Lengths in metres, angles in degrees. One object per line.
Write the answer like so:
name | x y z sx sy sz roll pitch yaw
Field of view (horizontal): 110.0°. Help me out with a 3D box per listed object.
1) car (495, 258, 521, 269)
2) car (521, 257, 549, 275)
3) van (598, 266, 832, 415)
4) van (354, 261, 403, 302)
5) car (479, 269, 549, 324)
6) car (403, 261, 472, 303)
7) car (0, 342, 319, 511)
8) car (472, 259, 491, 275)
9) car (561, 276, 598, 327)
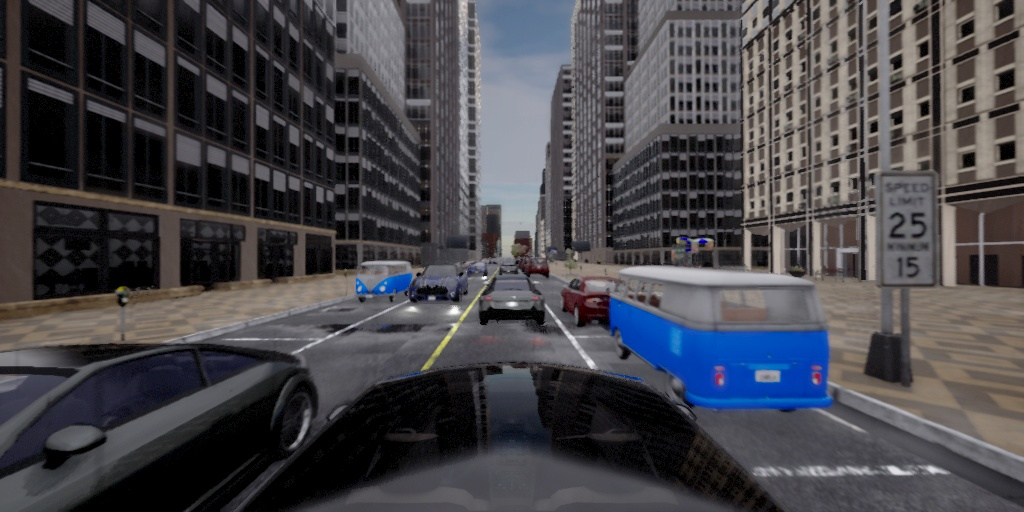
car | -0.338 1.247 36.320 2.128 1.511 4.902 0 0 0
car | 2.320 1.058 33.462 2.192 1.841 5.009 0 0 -1
van | 2.776 1.079 5.774 1.690 1.789 3.998 0 0 -1
van | -5.854 1.120 16.742 1.690 1.789 3.998 0 0 -1
car | -0.018 1.316 12.006 1.994 1.385 4.181 0 0 -1
car | -3.266 1.119 16.727 2.097 1.767 4.553 0 0 -1
car | -3.088 1.329 2.213 1.994 1.385 4.181 0 0 -1
car | -3.418 1.301 36.873 1.812 1.442 4.674 0 0 -1
car | 2.618 1.285 11.310 1.888 1.381 4.507 0 0 -1
